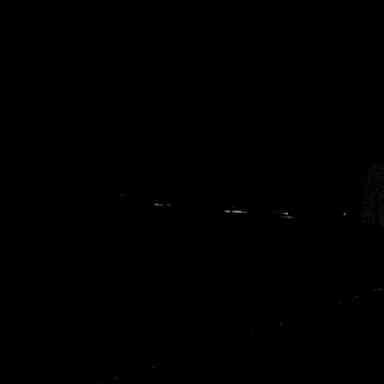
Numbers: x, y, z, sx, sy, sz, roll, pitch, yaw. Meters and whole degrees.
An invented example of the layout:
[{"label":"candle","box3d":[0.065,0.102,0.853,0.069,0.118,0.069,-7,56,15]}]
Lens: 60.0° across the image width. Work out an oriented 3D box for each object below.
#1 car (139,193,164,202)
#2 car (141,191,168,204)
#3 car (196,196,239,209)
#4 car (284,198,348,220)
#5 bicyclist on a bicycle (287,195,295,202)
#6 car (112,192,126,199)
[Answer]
[{"label":"car","box3d":[-6.490,0.859,53.200,1.895,1.301,4.718,1,0,-35]},{"label":"car","box3d":[-5.110,0.691,46.071,2.097,1.767,4.553,1,1,-34]},{"label":"car","box3d":[2.551,1.105,34.985,2.033,1.411,5.357,1,1,-35]},{"label":"car","box3d":[9.286,1.244,25.281,2.128,1.511,4.902,1,1,-35]},{"label":"bicyclist on a bicycle","box3d":[10.252,1.135,34.365,1.656,1.620,0.582,0,1,-35]},{"label":"car","box3d":[-13.901,0.614,63.914,1.994,1.385,4.181,1,1,-35]}]
